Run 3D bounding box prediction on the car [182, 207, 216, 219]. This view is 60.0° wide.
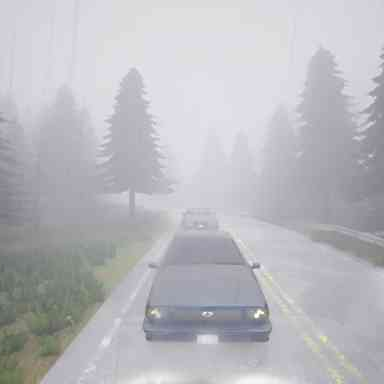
[{"bbox_3d":[0.386,1.584,19.135,1.994,1.385,4.181,0,0,-2],"label":"car"}]

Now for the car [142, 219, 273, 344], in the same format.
[{"bbox_3d":[0.243,1.557,7.050,2.033,1.411,5.357,0,0,1],"label":"car"}]
